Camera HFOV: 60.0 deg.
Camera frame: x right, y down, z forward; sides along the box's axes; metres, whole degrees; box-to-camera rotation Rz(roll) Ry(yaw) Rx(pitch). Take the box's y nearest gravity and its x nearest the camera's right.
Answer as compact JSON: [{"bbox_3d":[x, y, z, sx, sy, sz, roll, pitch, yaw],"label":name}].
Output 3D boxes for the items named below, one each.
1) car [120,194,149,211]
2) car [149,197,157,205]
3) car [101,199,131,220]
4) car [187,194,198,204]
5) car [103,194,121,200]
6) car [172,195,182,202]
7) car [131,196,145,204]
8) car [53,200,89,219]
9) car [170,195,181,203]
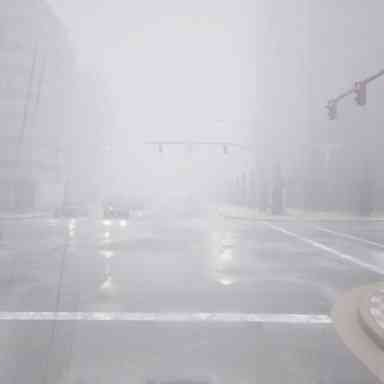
[{"bbox_3d":[-7.039,1.351,41.121,2.097,1.767,4.553,0,0,0],"label":"car"},{"bbox_3d":[-6.999,1.525,56.913,1.812,1.442,4.674,0,0,0],"label":"car"},{"bbox_3d":[-6.230,1.546,27.423,1.994,1.385,4.181,0,-1,-11],"label":"car"},{"bbox_3d":[0.097,1.547,66.143,2.033,1.411,5.357,0,0,0],"label":"car"},{"bbox_3d":[-10.533,1.222,44.767,2.150,2.045,5.566,0,0,0],"label":"car"},{"bbox_3d":[-3.388,1.494,76.045,2.128,1.511,4.902,0,0,0],"label":"car"},{"bbox_3d":[-10.447,1.477,64.628,1.882,1.535,5.008,0,0,1],"label":"car"},{"bbox_3d":[-10.558,1.503,29.275,1.837,1.490,4.892,0,0,0],"label":"car"},{"bbox_3d":[-3.402,1.505,66.718,1.837,1.490,4.892,0,0,0],"label":"car"}]
